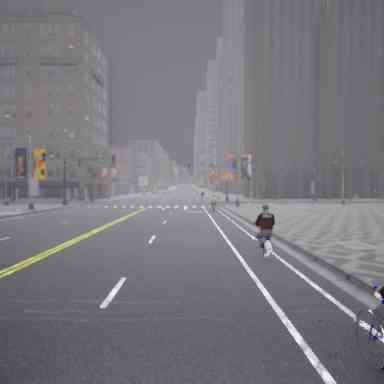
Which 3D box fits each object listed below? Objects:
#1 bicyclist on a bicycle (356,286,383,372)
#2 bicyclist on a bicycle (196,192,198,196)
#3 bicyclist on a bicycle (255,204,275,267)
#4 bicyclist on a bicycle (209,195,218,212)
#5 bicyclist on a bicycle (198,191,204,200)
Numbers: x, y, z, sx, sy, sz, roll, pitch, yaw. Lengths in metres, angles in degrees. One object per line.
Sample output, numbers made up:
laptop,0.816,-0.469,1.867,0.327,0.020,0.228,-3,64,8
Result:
bicyclist on a bicycle,2.224,1.326,3.566,0.659,1.776,1.843,0,1,0
bicyclist on a bicycle,1.546,0.423,88.942,0.866,1.612,1.509,0,1,0
bicyclist on a bicycle,2.172,1.245,10.047,0.659,1.776,1.843,0,1,0
bicyclist on a bicycle,2.007,1.068,30.933,0.866,1.612,1.509,0,1,0
bicyclist on a bicycle,1.791,0.692,58.059,0.659,1.776,1.843,0,1,0
